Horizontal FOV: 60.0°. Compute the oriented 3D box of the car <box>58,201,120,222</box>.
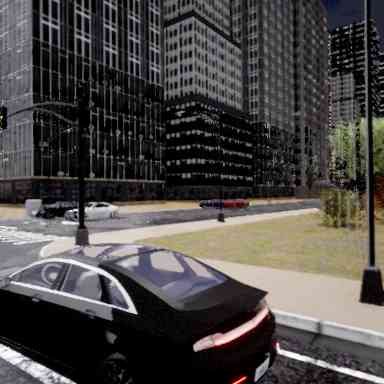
[{"bbox_3d":[-7.923,1.548,26.721,1.812,1.442,4.674,-1,-1,37],"label":"car"}]

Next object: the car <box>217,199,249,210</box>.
[{"bbox_3d":[5.819,1.650,44.902,1.895,1.301,4.718,-1,-1,37],"label":"car"}]

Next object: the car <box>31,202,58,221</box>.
[{"bbox_3d":[-10.968,1.553,28.081,2.128,1.511,4.902,-1,0,37],"label":"car"}]

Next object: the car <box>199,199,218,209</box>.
[{"bbox_3d":[2.976,1.692,46.532,1.895,1.301,4.718,-1,-1,37],"label":"car"}]

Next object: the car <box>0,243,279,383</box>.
[{"bbox_3d":[-1.301,1.488,4.613,4.902,1.511,2.128,0,0,35],"label":"car"}]
